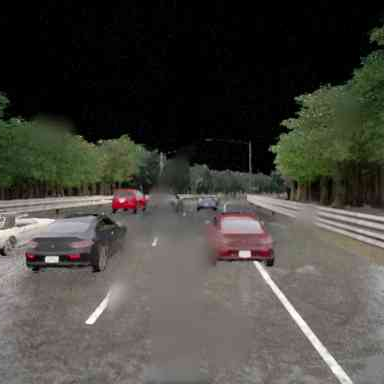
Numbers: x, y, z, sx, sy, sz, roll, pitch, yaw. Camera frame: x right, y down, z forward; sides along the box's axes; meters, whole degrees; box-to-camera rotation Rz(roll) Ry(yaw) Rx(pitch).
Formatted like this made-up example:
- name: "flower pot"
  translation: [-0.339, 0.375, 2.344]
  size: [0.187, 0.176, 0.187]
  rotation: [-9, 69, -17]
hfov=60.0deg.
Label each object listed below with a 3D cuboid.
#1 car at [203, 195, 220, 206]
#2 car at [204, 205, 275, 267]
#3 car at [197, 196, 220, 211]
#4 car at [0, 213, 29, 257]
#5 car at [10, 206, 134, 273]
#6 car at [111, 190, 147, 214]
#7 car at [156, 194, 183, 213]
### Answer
- name: "car"
  translation: [2.747, 1.170, 45.620]
  size: [1.994, 1.385, 4.181]
  rotation: [0, 0, 7]
- name: "car"
  translation: [1.401, 1.364, 10.693]
  size: [1.812, 1.442, 4.674]
  rotation: [0, 1, 2]
- name: "car"
  translation: [1.618, 1.164, 34.288]
  size: [1.994, 1.385, 4.181]
  rotation: [0, 0, 6]
- name: "car"
  translation: [-6.652, 1.422, 12.046]
  size: [1.895, 1.301, 4.718]
  rotation: [0, 1, 2]
- name: "car"
  translation: [-3.206, 1.374, 10.050]
  size: [1.812, 1.442, 4.674]
  rotation: [0, 1, 1]
- name: "car"
  translation: [-5.631, 0.840, 30.413]
  size: [2.150, 2.045, 5.566]
  rotation: [0, 0, 4]
- name: "car"
  translation: [-2.028, 0.964, 31.378]
  size: [2.097, 1.767, 4.553]
  rotation: [0, 0, 5]
